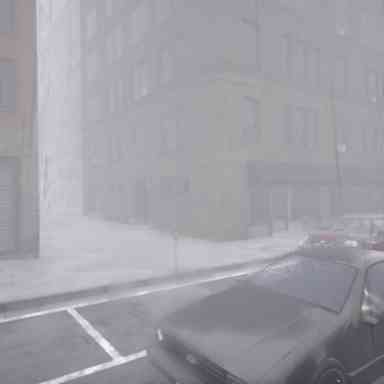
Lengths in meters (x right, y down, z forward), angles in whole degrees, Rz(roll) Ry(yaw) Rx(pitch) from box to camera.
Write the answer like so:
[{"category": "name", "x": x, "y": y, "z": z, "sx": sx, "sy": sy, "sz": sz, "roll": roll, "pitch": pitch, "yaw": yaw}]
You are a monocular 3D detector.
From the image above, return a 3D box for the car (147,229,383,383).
[{"category": "car", "x": 2.094, "y": 1.545, "z": 4.752, "sx": 5.357, "sy": 1.411, "sz": 2.033, "roll": 0, "pitch": 0, "yaw": -36}]

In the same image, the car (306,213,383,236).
[{"category": "car", "x": 5.122, "y": 1.435, "z": 10.325, "sx": 4.097, "sy": 1.590, "sz": 1.967, "roll": 0, "pitch": -1, "yaw": -36}]
